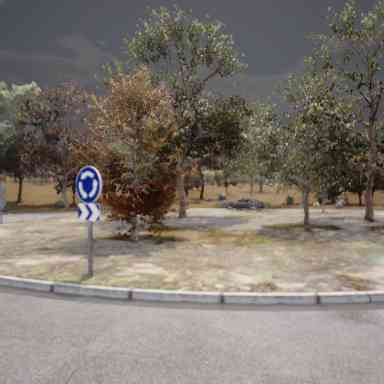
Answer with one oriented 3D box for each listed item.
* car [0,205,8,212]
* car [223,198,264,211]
[{"bbox_3d":[-22.049,1.689,34.205,5.357,1.411,2.033,0,0,-15],"label":"car"},{"bbox_3d":[6.150,1.511,39.833,4.892,1.490,1.837,0,-1,16],"label":"car"}]
